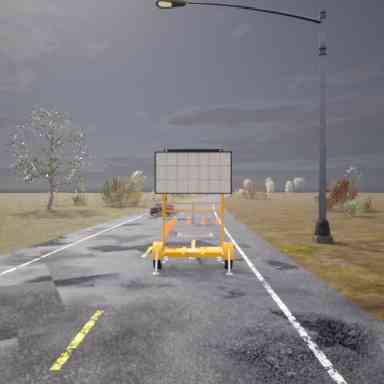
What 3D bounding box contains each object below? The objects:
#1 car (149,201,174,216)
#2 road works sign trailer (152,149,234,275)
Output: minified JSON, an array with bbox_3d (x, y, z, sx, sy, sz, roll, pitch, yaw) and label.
[{"bbox_3d":[-2.883,1.596,32.097,1.895,1.301,4.718,0,0,2],"label":"car"},{"bbox_3d":[0.043,0.463,10.456,2.380,3.560,2.880,0,0,1],"label":"road works sign trailer"}]
